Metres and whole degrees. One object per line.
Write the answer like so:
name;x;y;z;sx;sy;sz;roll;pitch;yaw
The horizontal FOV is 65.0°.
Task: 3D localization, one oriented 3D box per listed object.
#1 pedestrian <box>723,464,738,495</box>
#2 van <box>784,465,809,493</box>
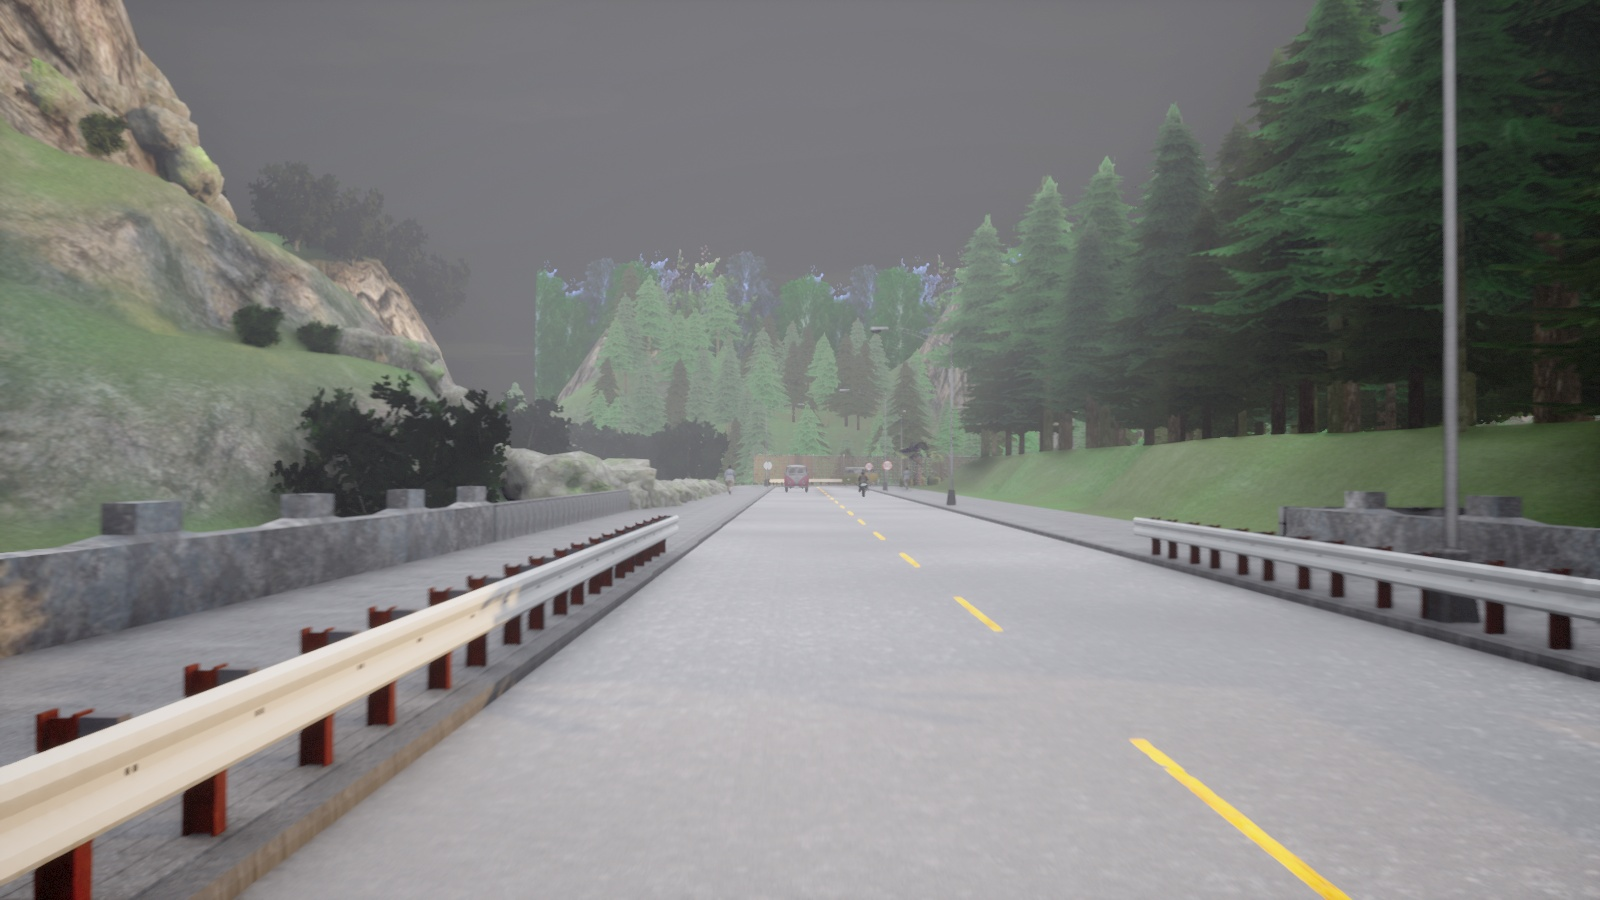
pedestrian;-4.197;1.804;75.713;0.874;1.855;0.900;0;-1;-4
van;-0.236;2.099;91.715;1.775;1.987;4.442;0;-1;0
